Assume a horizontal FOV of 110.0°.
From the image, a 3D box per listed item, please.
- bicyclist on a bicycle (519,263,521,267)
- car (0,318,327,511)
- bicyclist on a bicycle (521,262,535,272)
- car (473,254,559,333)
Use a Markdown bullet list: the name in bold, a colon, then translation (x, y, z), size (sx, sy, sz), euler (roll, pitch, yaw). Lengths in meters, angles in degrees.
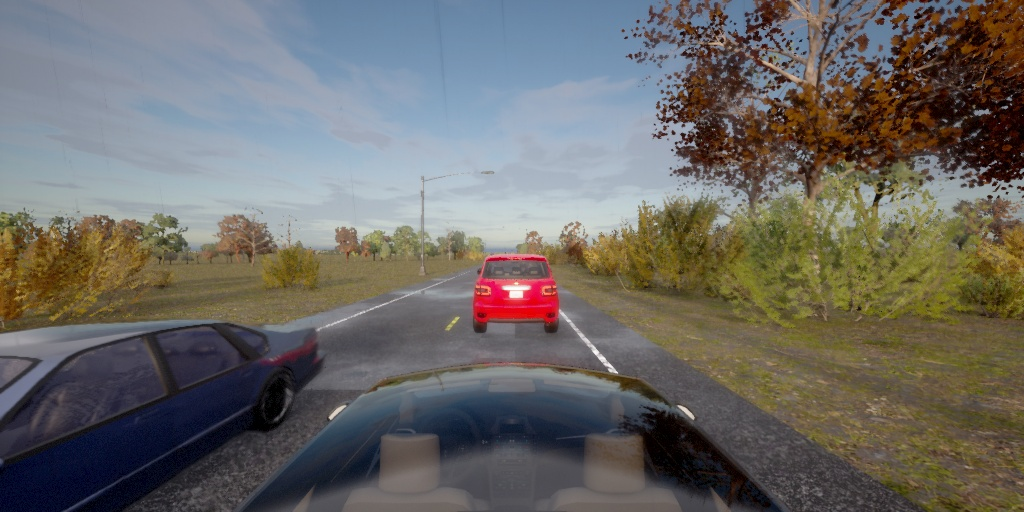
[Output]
- **bicyclist on a bicycle**: translation (0.896, 1.111, 28.583), size (0.659, 1.776, 1.843), euler (0, 0, 0)
- **car**: translation (-3.608, 1.297, 2.834), size (2.033, 1.411, 5.357), euler (0, 0, 0)
- **bicyclist on a bicycle**: translation (0.938, 1.114, 18.570), size (0.659, 1.776, 1.843), euler (0, 0, 0)
- **car**: translation (0.089, 0.968, 10.864), size (2.150, 2.045, 5.566), euler (0, 0, 0)
